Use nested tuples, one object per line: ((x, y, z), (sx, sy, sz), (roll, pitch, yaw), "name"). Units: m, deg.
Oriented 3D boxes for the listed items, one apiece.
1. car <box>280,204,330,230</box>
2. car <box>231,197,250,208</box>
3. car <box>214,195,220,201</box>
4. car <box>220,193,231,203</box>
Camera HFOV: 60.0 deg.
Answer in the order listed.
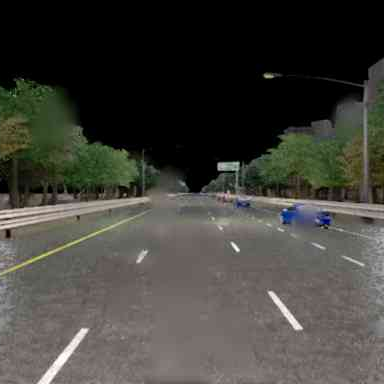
((7.040, 1.501, 21.176), (1.882, 1.535, 5.008), (0, 0, 0), "car")
((7.159, 1.520, 47.841), (1.882, 1.535, 5.008), (0, 0, 0), "car")
((7.450, 1.519, 84.739), (1.882, 1.535, 5.008), (0, 0, 1), "car")
((7.306, 1.565, 68.763), (1.812, 1.442, 4.674), (0, 0, 0), "car")
